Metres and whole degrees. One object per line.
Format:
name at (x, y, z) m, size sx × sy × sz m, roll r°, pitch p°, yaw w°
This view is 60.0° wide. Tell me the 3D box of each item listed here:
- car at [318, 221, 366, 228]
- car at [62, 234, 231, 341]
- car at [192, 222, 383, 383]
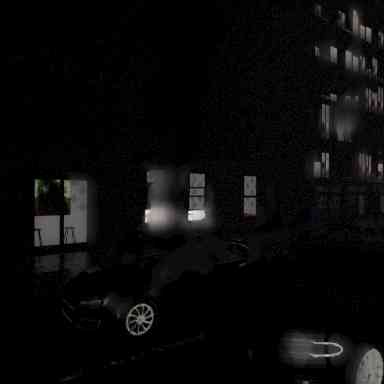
car at (4.473, 1.550, 9.696) m, size 4.403 × 1.369 × 2.008 m, roll 0°, pitch 0°, yaw -35°
car at (-0.162, 1.551, 6.420) m, size 4.403 × 1.369 × 2.008 m, roll 0°, pitch 0°, yaw -35°
car at (2.614, 1.477, 5.095) m, size 5.008 × 1.535 × 1.882 m, roll 0°, pitch 0°, yaw -35°
